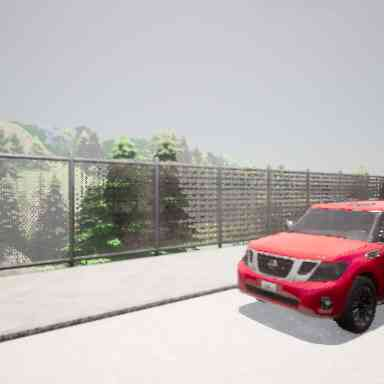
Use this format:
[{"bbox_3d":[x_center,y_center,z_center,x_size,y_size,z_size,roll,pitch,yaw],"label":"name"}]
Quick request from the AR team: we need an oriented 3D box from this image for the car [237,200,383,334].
[{"bbox_3d":[3.516,1.220,7.120,5.566,2.045,2.150,0,0,-36],"label":"car"}]
